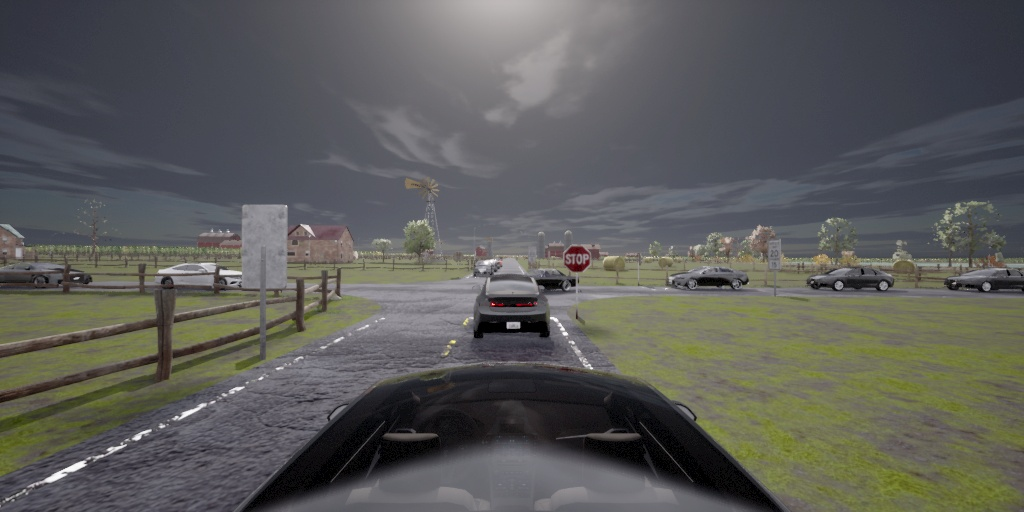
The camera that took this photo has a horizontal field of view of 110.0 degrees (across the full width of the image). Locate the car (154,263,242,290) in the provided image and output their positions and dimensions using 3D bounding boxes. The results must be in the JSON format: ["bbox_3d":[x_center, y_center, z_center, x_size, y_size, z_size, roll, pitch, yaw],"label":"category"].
[{"bbox_3d":[-17.246,1.109,20.154,4.674,1.442,1.812,1,-1,-1],"label":"car"}]

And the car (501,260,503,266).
[{"bbox_3d":[-2.828,1.255,55.874,2.128,1.511,4.902,0,0,0],"label":"car"}]

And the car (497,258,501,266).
[{"bbox_3d":[-2.858,1.254,46.332,2.128,1.511,4.902,0,0,0],"label":"car"}]

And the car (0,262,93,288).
[{"bbox_3d":[-26.366,1.053,20.031,4.181,1.385,1.994,1,-1,-1],"label":"car"}]

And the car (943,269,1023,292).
[{"bbox_3d":[31.699,1.593,23.770,4.892,1.490,1.837,1,-1,-1],"label":"car"}]

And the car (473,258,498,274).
[{"bbox_3d":[-2.864,1.252,36.886,2.128,1.511,4.902,0,0,0],"label":"car"}]

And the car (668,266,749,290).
[{"bbox_3d":[12.795,1.403,23.476,4.902,1.511,2.128,1,-1,-2],"label":"car"}]

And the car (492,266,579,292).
[{"bbox_3d":[1.497,1.374,20.246,4.718,1.301,1.895,1,0,-35],"label":"car"}]

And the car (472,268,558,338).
[{"bbox_3d":[-0.075,1.259,10.200,1.837,1.490,4.892,0,0,-3],"label":"car"}]

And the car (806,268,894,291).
[{"bbox_3d":[22.197,1.505,23.648,4.892,1.490,1.837,1,-1,-1],"label":"car"}]
